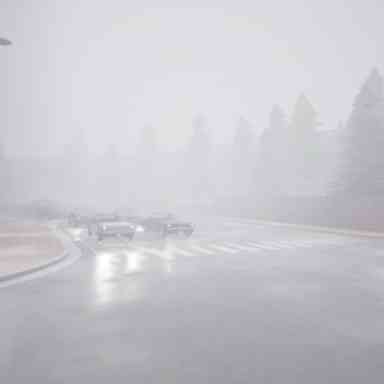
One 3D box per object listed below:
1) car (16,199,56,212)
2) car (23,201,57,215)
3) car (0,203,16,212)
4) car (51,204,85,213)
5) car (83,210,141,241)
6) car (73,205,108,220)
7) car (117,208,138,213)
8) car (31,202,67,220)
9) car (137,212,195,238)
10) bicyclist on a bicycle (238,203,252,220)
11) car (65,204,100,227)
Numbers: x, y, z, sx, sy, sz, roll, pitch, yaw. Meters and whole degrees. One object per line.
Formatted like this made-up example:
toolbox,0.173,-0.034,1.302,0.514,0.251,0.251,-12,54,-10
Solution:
car,-21.855,2.035,47.828,5.566,2.045,2.150,0,-2,20
car,-18.985,2.229,42.599,4.892,1.490,1.837,0,-1,30
car,-28.355,2.412,52.980,4.674,1.442,1.812,0,-1,7
car,-18.781,2.474,50.283,4.718,1.301,1.895,0,-1,23
car,-4.679,1.926,18.934,1.895,1.301,4.718,1,-1,-26
car,-11.194,2.202,36.491,1.994,1.385,4.181,1,-2,-45
car,-5.614,2.067,28.317,1.994,1.385,4.181,1,-1,-29
car,-14.831,2.106,35.347,4.892,1.490,1.837,-1,-1,42
car,-1.573,1.970,20.533,1.895,1.301,4.718,1,-1,-26
bicyclist on a bicycle,5.122,1.917,31.935,1.656,1.620,0.582,0,-1,-26
car,-8.857,1.992,27.093,1.812,1.442,4.674,1,-1,-29
